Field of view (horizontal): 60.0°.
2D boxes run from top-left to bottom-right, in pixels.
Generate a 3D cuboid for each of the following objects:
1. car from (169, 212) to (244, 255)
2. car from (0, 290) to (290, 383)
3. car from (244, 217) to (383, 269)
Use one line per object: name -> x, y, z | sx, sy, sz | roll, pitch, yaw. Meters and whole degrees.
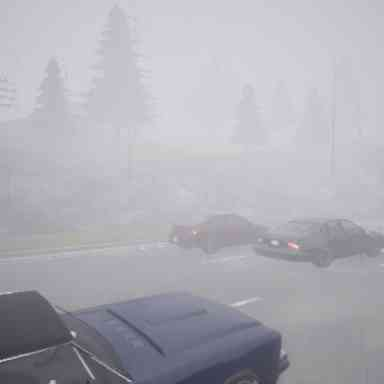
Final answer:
car -> 1.282, 1.527, 13.263 | 4.674, 1.442, 1.812 | 0, 0, -36
car -> -1.344, 1.601, 2.791 | 4.718, 1.301, 1.895 | 0, 0, -36
car -> 4.482, 1.548, 11.238 | 5.357, 1.411, 2.033 | 0, 0, -36
